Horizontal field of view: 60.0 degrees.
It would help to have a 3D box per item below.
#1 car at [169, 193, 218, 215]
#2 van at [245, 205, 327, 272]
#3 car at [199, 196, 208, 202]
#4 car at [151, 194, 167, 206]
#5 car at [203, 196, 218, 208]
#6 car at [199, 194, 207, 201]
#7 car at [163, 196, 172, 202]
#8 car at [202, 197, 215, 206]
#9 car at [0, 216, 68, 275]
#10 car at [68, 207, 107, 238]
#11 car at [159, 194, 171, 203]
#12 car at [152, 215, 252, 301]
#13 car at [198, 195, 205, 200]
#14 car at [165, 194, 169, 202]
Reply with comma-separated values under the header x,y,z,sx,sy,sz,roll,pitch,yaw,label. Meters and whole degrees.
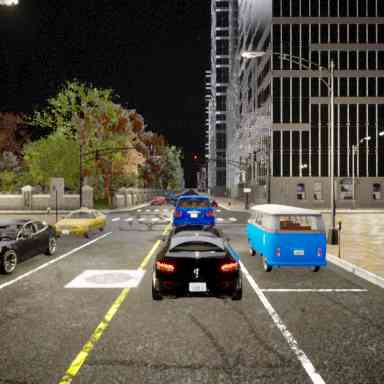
x,y,z,sx,sy,sz,roll,pitch,yaw,label
0.098,1.214,18.559,2.150,2.045,5.566,0,0,0,car
2.773,1.337,10.484,1.690,1.788,3.998,0,0,0,van
2.680,1.521,77.015,1.947,1.339,4.313,0,0,0,car
-5.697,1.517,54.286,1.887,1.381,4.507,0,0,0,car
2.685,1.416,48.610,1.967,1.590,4.097,0,0,0,car
2.680,1.388,82.696,1.967,1.590,4.097,0,0,0,car
-5.701,1.538,77.017,1.802,1.307,4.206,0,0,0,car
2.684,1.538,54.290,1.947,1.339,4.313,0,0,0,car
-5.770,1.562,10.481,1.947,1.339,4.313,0,0,0,car
-5.820,1.518,17.716,1.752,1.417,4.829,0,0,0,car
-5.699,1.277,71.335,2.192,1.841,5.009,0,0,0,car
0.102,1.523,8.209,1.812,1.442,4.674,0,0,0,car
2.678,1.453,94.232,1.752,1.417,4.829,0,0,0,car
-5.698,1.520,59.969,2.008,1.369,4.403,0,0,0,car
